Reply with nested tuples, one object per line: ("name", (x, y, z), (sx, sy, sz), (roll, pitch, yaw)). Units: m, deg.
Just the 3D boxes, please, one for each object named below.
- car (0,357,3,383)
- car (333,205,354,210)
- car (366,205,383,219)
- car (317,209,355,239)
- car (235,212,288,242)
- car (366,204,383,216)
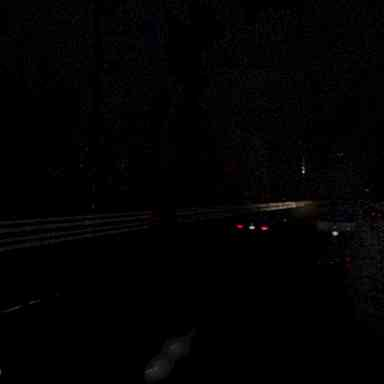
("car", (-3.437, 1.446, 1.535), (1.837, 1.490, 4.892), (1, -1, 23))
("car", (15.953, 2.131, 35.054), (1.812, 1.442, 4.674), (1, 0, 26))
("car", (20.522, 2.240, 36.589), (1.812, 1.442, 4.674), (1, 0, 27))
("car", (8.512, 1.927, 19.575), (1.895, 1.301, 4.718), (1, -1, 25))
("car", (3.871, 1.764, 17.897), (2.033, 1.411, 5.357), (1, -1, 25))
("car", (25.503, 2.468, 46.554), (1.994, 1.385, 4.181), (1, -1, 28))
